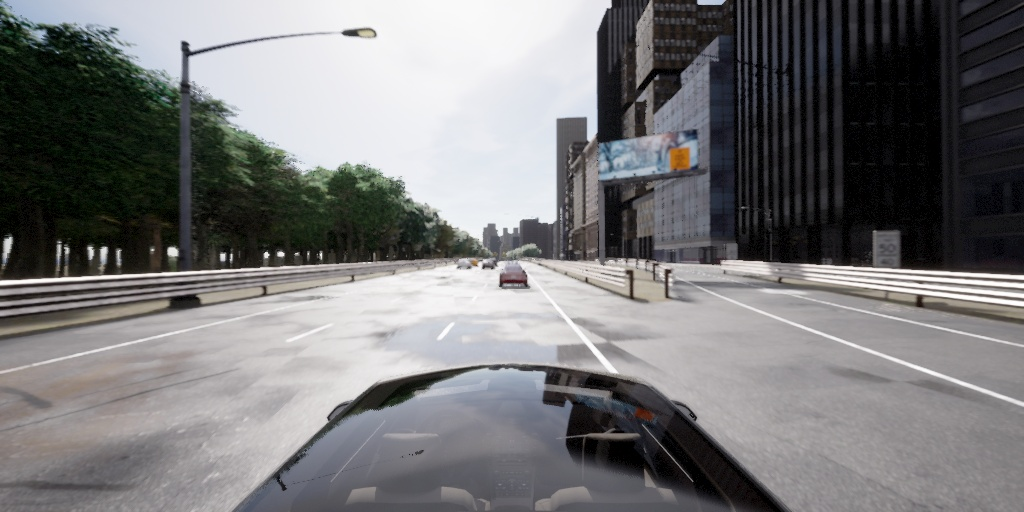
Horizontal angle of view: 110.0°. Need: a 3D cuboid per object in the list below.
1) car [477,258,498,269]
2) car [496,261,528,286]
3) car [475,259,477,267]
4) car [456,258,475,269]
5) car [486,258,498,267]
[{"bbox_3d":[-3.507,1.222,53.148,2.033,1.411,5.357,0,0,0],"label":"car"},{"bbox_3d":[0.096,1.294,24.943,1.994,1.385,4.181,0,0,0],"label":"car"},{"bbox_3d":[-7.006,1.139,63.661,1.882,1.535,5.008,0,0,0],"label":"car"},{"bbox_3d":[-7.007,1.200,53.147,1.812,1.442,4.674,0,0,0],"label":"car"},{"bbox_3d":[-3.504,1.157,63.817,1.837,1.490,4.892,0,0,0],"label":"car"}]
